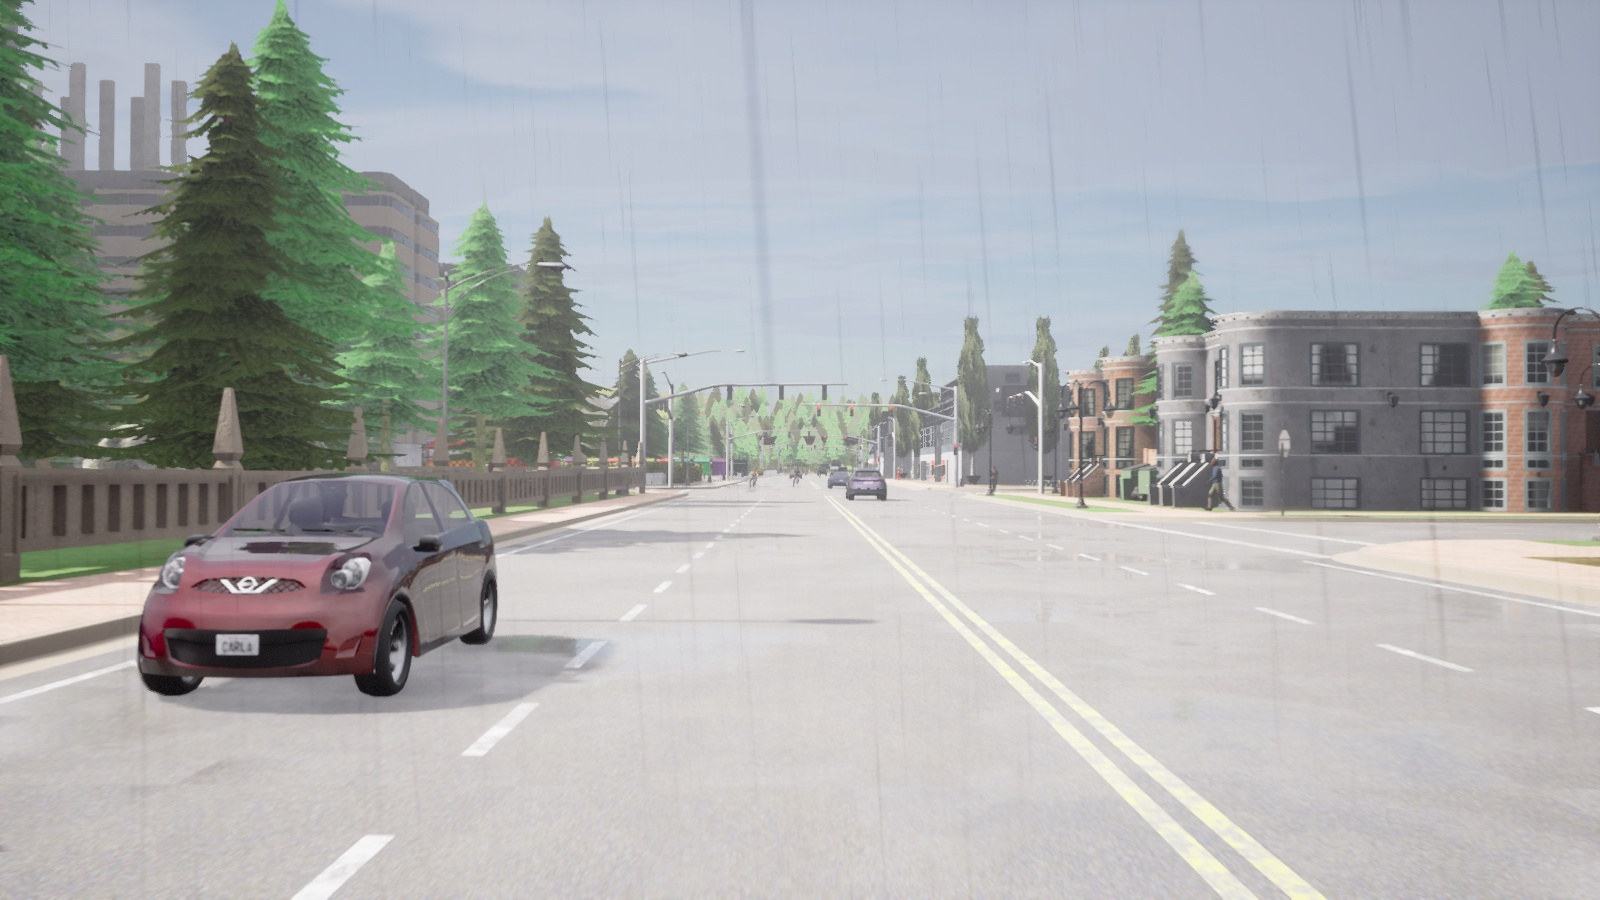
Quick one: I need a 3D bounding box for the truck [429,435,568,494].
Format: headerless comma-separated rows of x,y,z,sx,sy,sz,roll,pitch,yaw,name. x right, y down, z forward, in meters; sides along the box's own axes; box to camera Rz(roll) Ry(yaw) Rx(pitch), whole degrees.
-19.834,0.968,82.947,8.468,3.827,2.891,0,-1,0,truck

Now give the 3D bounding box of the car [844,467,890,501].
3.349,1.683,63.755,2.033,1.649,4.856,0,-1,0,car

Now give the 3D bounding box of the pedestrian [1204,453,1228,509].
13.810,1.021,41.722,0.726,1.835,0.370,0,-1,15,pedestrian

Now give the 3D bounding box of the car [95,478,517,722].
-3.523,0.986,9.732,1.845,1.501,3.633,0,-1,0,car
